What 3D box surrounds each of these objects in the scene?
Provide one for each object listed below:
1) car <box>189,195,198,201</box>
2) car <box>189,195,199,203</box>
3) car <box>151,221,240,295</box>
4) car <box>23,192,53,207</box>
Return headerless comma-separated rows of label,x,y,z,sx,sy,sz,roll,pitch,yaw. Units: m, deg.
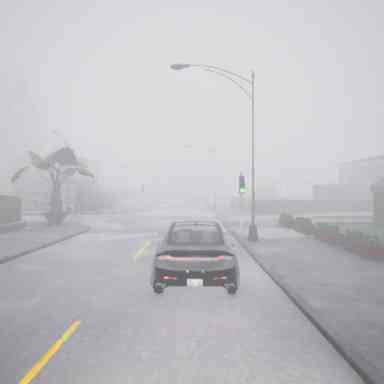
car,0.361,1.534,83.892,2.128,1.511,4.902,0,0,0
car,0.369,1.512,71.518,2.128,1.511,4.902,0,0,0
car,0.090,1.493,8.707,2.128,1.511,4.902,0,0,1
car,-19.576,0.990,42.935,1.905,1.878,3.866,0,0,35
